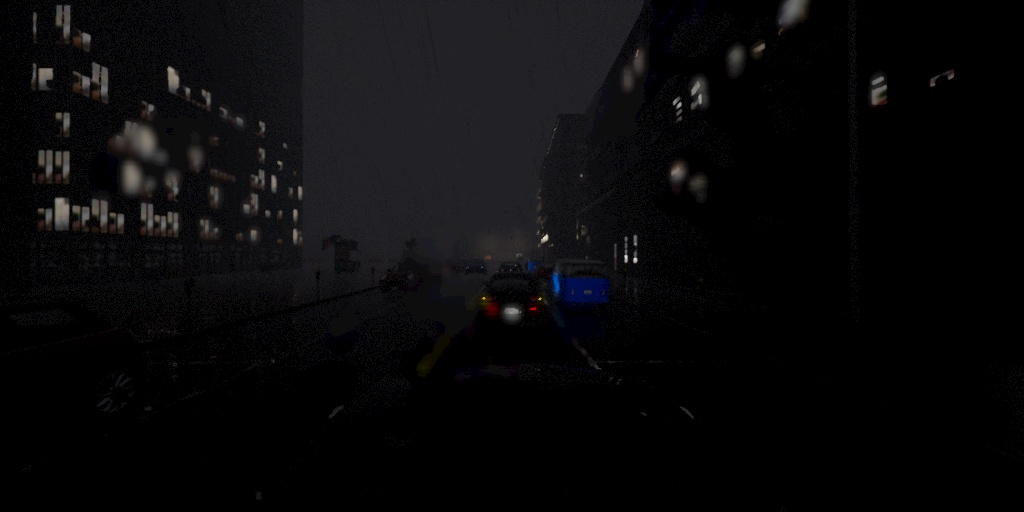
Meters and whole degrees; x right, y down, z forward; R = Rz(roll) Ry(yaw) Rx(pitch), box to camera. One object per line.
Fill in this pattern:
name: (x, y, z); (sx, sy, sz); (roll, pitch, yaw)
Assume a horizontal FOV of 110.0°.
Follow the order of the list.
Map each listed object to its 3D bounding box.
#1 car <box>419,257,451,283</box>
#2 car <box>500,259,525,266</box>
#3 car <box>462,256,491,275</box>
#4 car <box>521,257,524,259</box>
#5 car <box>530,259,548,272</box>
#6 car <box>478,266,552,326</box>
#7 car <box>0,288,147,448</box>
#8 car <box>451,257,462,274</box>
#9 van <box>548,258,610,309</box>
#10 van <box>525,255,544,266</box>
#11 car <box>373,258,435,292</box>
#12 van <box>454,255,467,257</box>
car: (-5.828, 1.025, 25.433); (1.967, 1.591, 4.097); (0, 0, 0)
car: (-0.116, 1.148, 30.353); (1.895, 1.301, 4.718); (0, 0, 0)
car: (-3.337, 0.995, 34.387); (1.882, 1.535, 5.008); (0, 0, 0)
car: (2.394, 1.020, 42.465); (1.948, 1.339, 4.313); (0, 0, 0)
car: (2.519, 1.128, 25.528); (1.888, 1.381, 4.507); (0, 0, 0)
car: (0.005, 1.211, 11.279); (1.812, 1.442, 4.674); (0, 1, 0)
car: (-5.698, 1.183, 2.850); (1.967, 1.591, 4.097); (0, 0, 0)
car: (-5.911, 1.045, 36.724); (1.888, 1.381, 4.507); (0, 0, 0)
van: (2.602, 1.005, 14.234); (1.690, 1.789, 3.998); (0, 0, 0)
van: (2.436, 0.839, 36.819); (1.690, 1.789, 3.998); (0, 0, 0)
car: (-5.793, 1.066, 19.787); (1.967, 1.591, 4.097); (0, 0, 0)
van: (-5.954, 0.797, 42.370); (1.690, 1.789, 3.998); (0, 0, 0)
